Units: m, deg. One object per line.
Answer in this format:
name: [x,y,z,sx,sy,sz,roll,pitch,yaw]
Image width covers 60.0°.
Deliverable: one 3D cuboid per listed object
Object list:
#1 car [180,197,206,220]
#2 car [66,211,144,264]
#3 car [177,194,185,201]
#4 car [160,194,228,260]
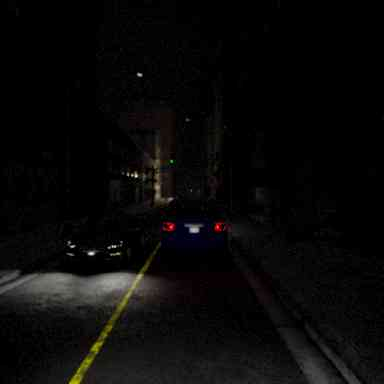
car: [0.083,1.308,28.611,2.097,1.767,4.553,0,0,0]
car: [-2.851,1.487,11.845,1.837,1.490,4.892,0,0,0]
car: [-2.768,1.334,83.406,1.837,1.490,4.892,0,0,0]
car: [0.071,1.204,12.548,2.150,2.045,5.566,0,0,0]
